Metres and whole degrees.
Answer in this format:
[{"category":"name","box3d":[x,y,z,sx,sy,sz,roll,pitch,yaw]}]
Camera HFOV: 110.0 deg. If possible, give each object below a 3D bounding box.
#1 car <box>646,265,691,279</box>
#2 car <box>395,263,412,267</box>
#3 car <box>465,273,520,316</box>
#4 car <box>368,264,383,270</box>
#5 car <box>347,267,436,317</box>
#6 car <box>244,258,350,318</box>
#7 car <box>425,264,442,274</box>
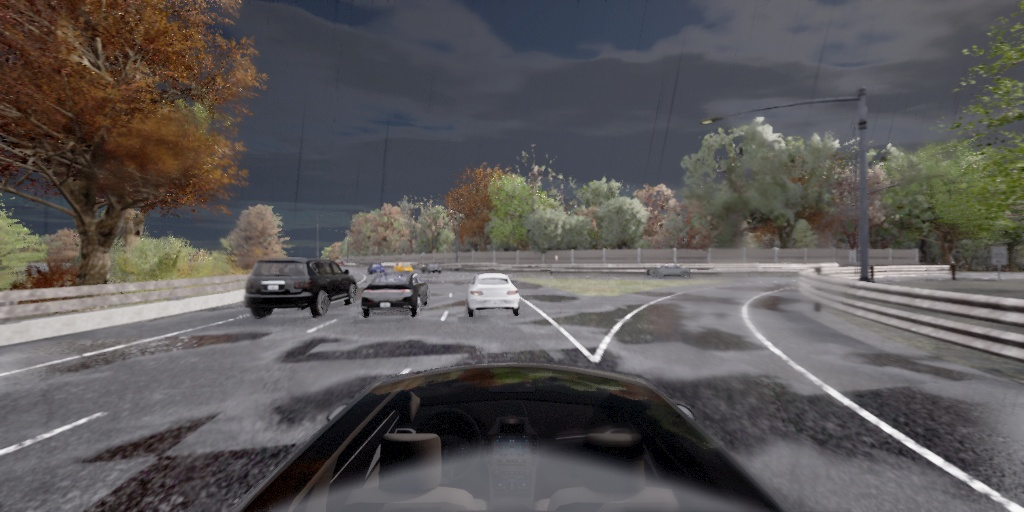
[{"category":"car","box3d":[16.002,1.583,36.744,4.181,1.385,1.994,0,0,11]},{"category":"car","box3d":[-15.311,1.717,50.338,1.882,1.535,5.008,0,0,-28]},{"category":"car","box3d":[-0.820,1.390,14.023,1.812,1.442,4.674,0,-1,-7]},{"category":"car","box3d":[-18.544,1.762,48.975,1.812,1.442,4.674,0,0,-28]},{"category":"car","box3d":[-4.330,1.365,13.824,2.128,1.511,4.902,0,-1,-7]},{"category":"car","box3d":[-7.817,1.106,13.886,2.150,2.045,5.566,0,-1,-7]},{"category":"car","box3d":[-11.375,1.775,50.362,2.033,1.411,5.357,0,-1,-28]}]
